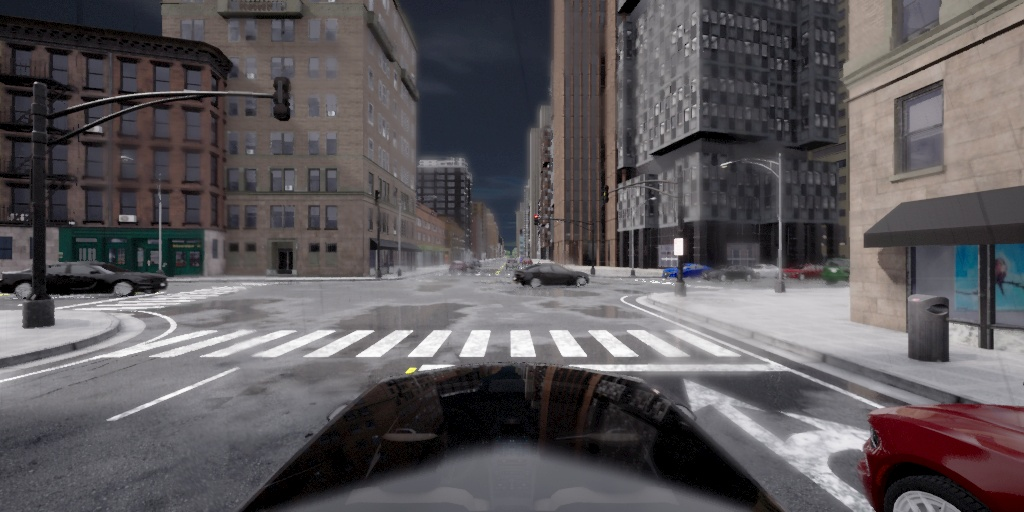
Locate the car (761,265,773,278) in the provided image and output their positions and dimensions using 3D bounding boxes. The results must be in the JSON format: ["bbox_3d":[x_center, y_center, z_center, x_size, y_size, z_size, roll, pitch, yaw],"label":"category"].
[{"bbox_3d":[26.009,1.640,37.346,4.674,1.442,1.812,1,0,-15],"label":"car"}]

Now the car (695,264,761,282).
[{"bbox_3d":[19.279,1.515,32.033,4.892,1.490,1.837,1,0,-17],"label":"car"}]

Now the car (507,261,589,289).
[{"bbox_3d":[2.492,1.238,22.766,5.008,1.535,1.882,0,0,-20],"label":"car"}]

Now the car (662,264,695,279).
[{"bbox_3d":[17.027,1.487,34.776,5.008,1.535,1.882,1,0,-16],"label":"car"}]

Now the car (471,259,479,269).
[{"bbox_3d":[-6.683,1.252,54.670,2.128,1.511,4.902,0,0,0],"label":"car"}]

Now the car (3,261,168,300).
[{"bbox_3d":[-18.372,1.007,15.672,5.008,1.535,1.882,1,0,-17],"label":"car"}]

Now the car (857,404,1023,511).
[{"bbox_3d":[3.353,1.228,0.406,1.882,1.535,5.008,0,0,0],"label":"car"}]

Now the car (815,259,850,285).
[{"bbox_3d":[26.325,1.262,27.144,5.566,2.045,2.150,1,0,-16],"label":"car"}]

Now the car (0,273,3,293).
[{"bbox_3d":[-21.028,1.019,11.458,5.357,1.411,2.033,1,0,-13],"label":"car"}]

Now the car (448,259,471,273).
[{"bbox_3d":[-6.672,1.284,44.709,1.812,1.442,4.674,0,0,0],"label":"car"}]

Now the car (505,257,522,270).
[{"bbox_3d":[-0.005,1.252,52.095,2.128,1.511,4.902,0,0,0],"label":"car"}]

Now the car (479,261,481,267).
[{"bbox_3d":[-6.673,1.326,64.632,1.994,1.385,4.181,0,0,0],"label":"car"}]

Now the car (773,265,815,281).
[{"bbox_3d":[28.330,1.594,34.605,5.008,1.535,1.882,1,0,-15],"label":"car"}]
